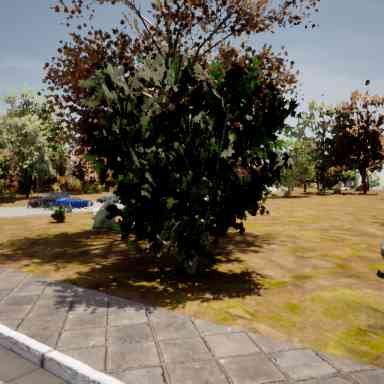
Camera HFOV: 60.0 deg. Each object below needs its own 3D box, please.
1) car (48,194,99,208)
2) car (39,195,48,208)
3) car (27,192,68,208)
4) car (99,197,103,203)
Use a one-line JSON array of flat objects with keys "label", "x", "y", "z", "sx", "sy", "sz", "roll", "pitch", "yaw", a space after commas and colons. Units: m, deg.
[{"label": "car", "x": -14.442, "y": 1.316, "z": 40.632, "sx": 1.882, "sy": 1.535, "sz": 5.008, "roll": 0, "pitch": 2, "yaw": 39}, {"label": "car", "x": -17.022, "y": 1.400, "z": 43.329, "sx": 1.994, "sy": 1.385, "sz": 4.181, "roll": 0, "pitch": 2, "yaw": 39}, {"label": "car", "x": -19.565, "y": 1.060, "z": 45.758, "sx": 2.150, "sy": 2.045, "sz": 5.566, "roll": 0, "pitch": 2, "yaw": 39}, {"label": "car", "x": -12.858, "y": 0.971, "z": 54.024, "sx": 2.033, "sy": 1.411, "sz": 5.357, "roll": 0, "pitch": 3, "yaw": 39}]
